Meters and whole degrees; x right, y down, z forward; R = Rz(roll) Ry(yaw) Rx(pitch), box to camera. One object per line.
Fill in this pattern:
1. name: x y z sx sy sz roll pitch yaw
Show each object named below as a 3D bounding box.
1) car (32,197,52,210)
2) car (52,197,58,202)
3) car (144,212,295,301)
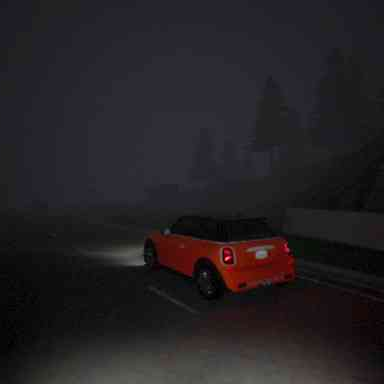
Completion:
1. car: -21.237 1.698 46.817 1.812 1.442 4.674 -1 0 -20
2. car: -32.949 1.832 79.128 1.895 1.301 4.718 -1 0 -20
3. car: 0.390 1.303 8.630 2.097 1.767 4.553 -1 0 -29
